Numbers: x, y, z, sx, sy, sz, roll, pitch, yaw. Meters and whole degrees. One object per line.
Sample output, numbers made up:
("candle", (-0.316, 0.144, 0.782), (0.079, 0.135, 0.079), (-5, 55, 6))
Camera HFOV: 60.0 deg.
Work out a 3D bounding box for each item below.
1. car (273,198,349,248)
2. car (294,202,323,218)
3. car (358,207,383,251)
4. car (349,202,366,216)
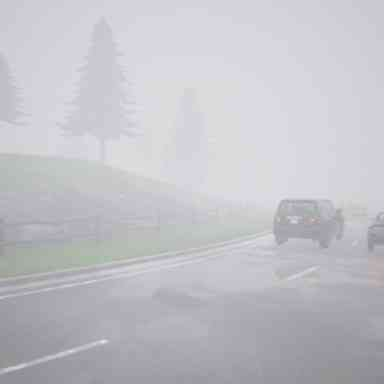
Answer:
("car", (5.581, 1.304, 15.541), (2.150, 2.045, 5.566), (0, -1, 34))
("car", (11.586, 1.747, 33.351), (1.994, 1.385, 4.181), (0, 0, 8))
("car", (8.510, 1.554, 13.880), (2.128, 1.511, 4.902), (0, 0, 33))
("car", (14.801, 1.633, 31.286), (1.882, 1.535, 5.008), (0, 0, 10))
